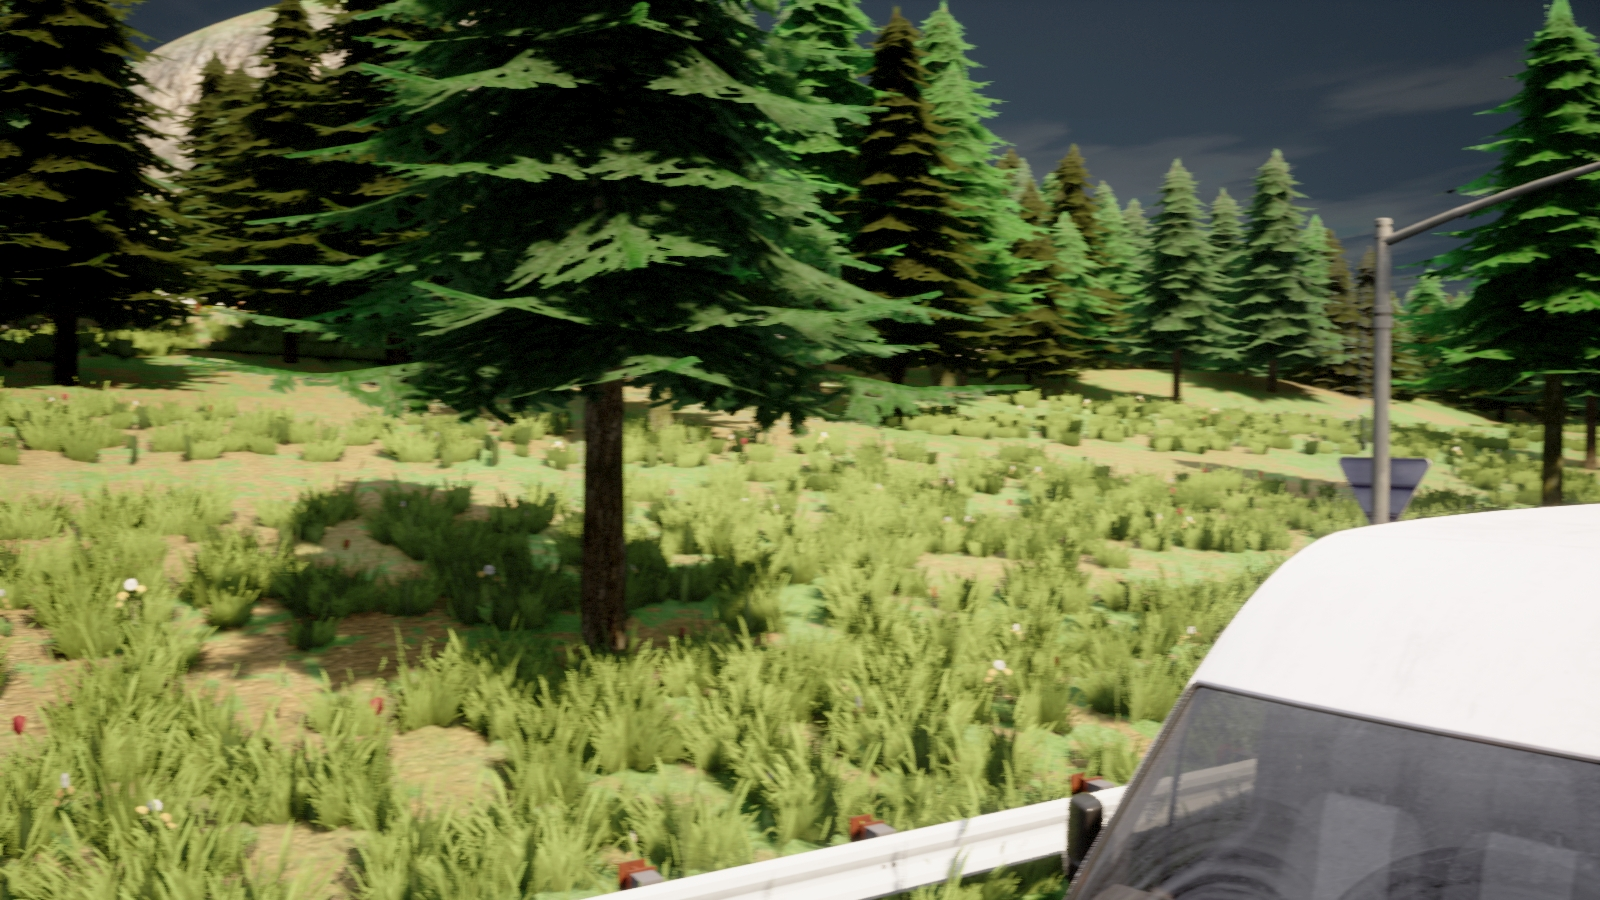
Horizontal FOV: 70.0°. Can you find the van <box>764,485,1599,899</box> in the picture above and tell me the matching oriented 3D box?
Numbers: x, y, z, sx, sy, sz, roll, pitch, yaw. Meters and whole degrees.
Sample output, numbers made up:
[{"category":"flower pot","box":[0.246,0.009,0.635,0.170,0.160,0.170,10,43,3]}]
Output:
[{"category":"van","box":[2.841,1.482,3.976,5.915,2.561,1.988,0,0,-38]}]
